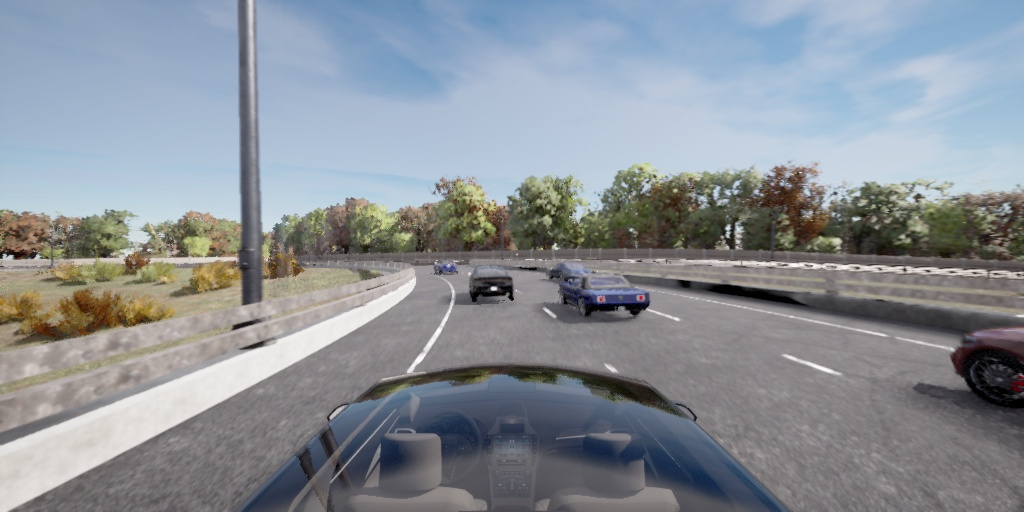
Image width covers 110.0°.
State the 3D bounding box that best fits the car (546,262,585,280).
[{"bbox_3d":[4.219,1.188,27.330,2.033,1.411,5.357,-1,0,-13],"label":"car"}]

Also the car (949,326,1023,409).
[{"bbox_3d":[6.966,1.156,2.942,1.812,1.442,4.674,-1,0,0],"label":"car"}]

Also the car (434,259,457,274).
[{"bbox_3d":[-7.901,1.174,42.295,2.097,1.767,4.553,-1,0,-22],"label":"car"}]

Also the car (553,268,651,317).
[{"bbox_3d":[3.003,1.284,12.817,1.895,1.301,4.718,-1,0,-5],"label":"car"}]

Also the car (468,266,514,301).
[{"bbox_3d":[-1.095,1.222,17.491,1.882,1.535,5.008,-1,0,-8],"label":"car"}]
